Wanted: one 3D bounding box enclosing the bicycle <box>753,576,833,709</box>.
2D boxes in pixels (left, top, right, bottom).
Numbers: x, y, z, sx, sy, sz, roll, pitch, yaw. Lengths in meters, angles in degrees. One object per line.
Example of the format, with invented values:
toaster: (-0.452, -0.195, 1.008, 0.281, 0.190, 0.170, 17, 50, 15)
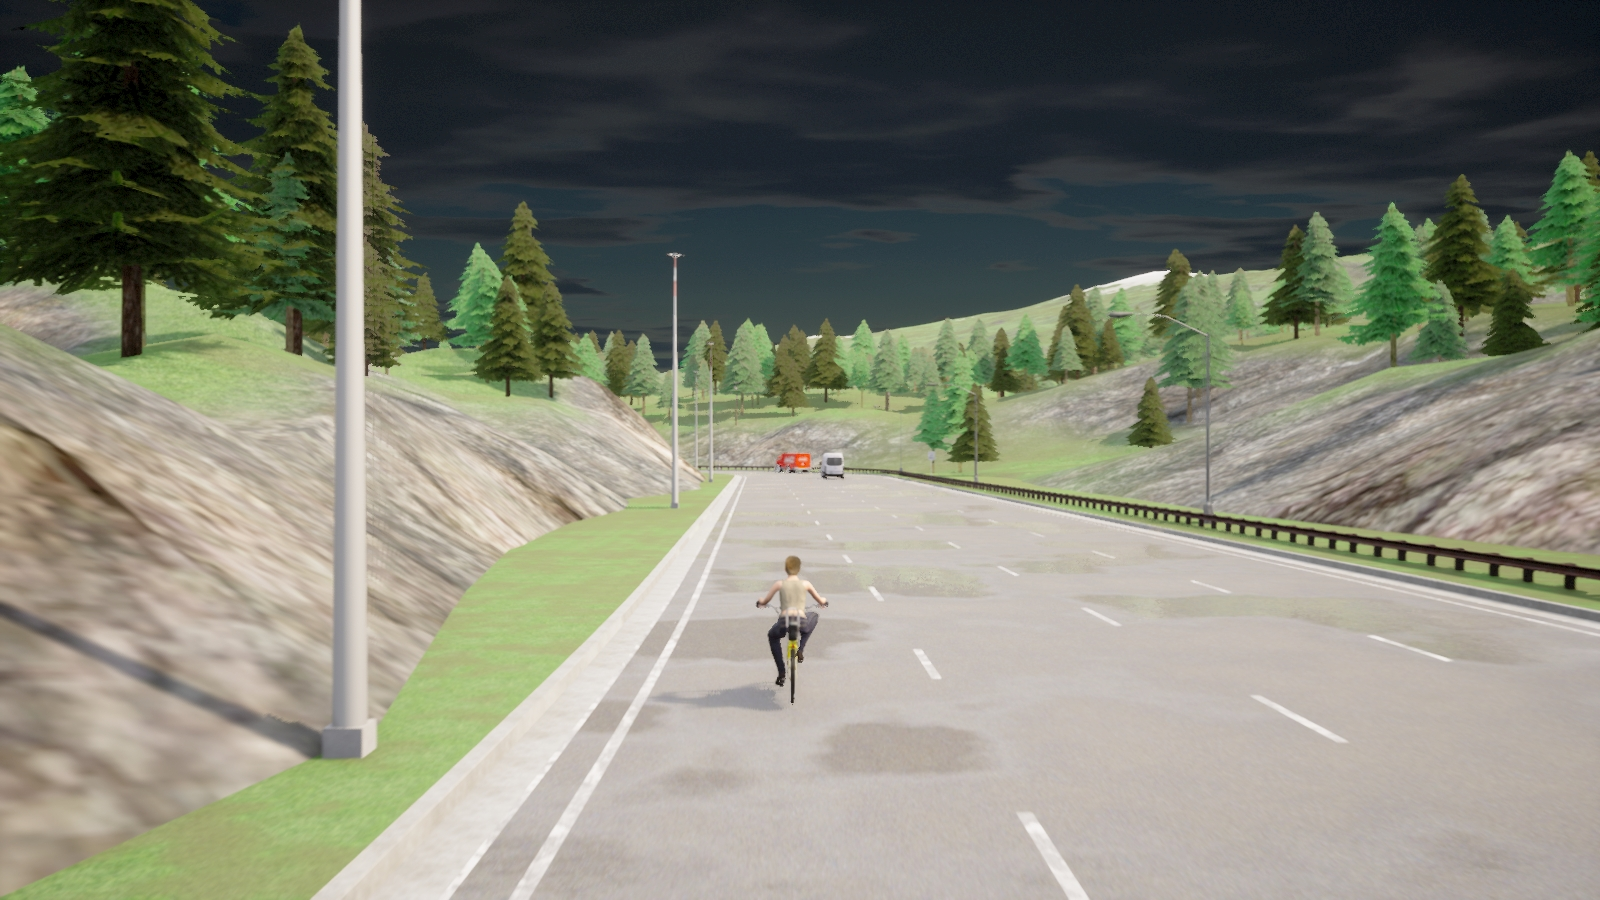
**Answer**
bicycle: (-0.087, 2.164, 13.114, 0.859, 1.276, 1.487, 0, 0, -1)
